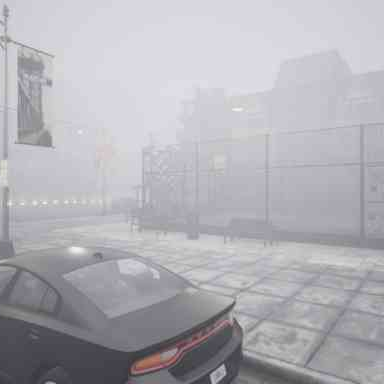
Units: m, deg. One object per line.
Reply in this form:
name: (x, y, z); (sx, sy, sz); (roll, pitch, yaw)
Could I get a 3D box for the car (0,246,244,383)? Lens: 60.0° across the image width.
car: (-1.785, 1.480, 4.405); (5.008, 1.535, 2.097); (0, 0, 35)

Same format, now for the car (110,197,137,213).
car: (-6.974, 1.352, 37.731); (2.097, 1.767, 4.553); (0, 0, 35)
